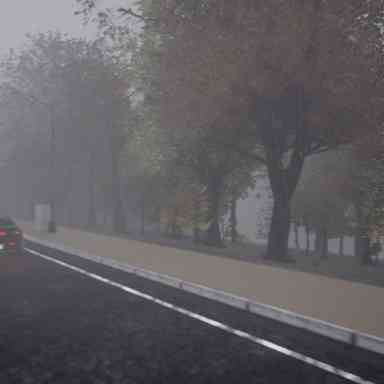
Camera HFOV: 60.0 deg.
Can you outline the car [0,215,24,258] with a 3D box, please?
[{"bbox_3d":[-7.860,1.606,12.533,1.837,1.490,4.892,1,-2,-42],"label":"car"}]
